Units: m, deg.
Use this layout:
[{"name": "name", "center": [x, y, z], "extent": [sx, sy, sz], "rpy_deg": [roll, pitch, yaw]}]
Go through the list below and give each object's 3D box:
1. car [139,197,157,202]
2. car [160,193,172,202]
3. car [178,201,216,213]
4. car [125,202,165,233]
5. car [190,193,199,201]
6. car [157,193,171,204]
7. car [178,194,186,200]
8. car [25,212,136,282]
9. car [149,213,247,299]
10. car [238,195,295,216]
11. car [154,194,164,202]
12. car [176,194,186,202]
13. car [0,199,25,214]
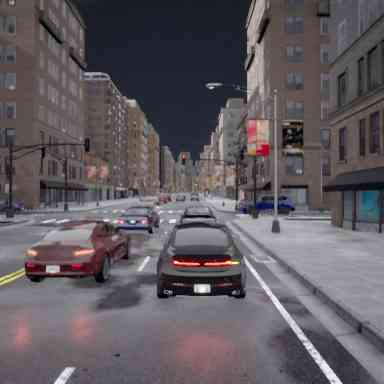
[{"name": "car", "center": [-6.212, 1.572, 44.093], "extent": [1.895, 1.301, 4.718], "rpy_deg": [0, 0, 0]}, {"name": "car", "center": [-5.874, 1.153, 75.457], "extent": [2.150, 2.045, 5.566], "rpy_deg": [0, 0, 0]}, {"name": "car", "center": [0.291, 1.486, 17.855], "extent": [2.128, 1.511, 4.902], "rpy_deg": [0, 0, -1]}, {"name": "car", "center": [-2.958, 1.541, 19.162], "extent": [2.033, 1.411, 5.357], "rpy_deg": [0, 0, 0]}, {"name": "car", "center": [0.637, 1.455, 75.391], "extent": [1.812, 1.442, 4.674], "rpy_deg": [0, 0, 0]}, {"name": "car", "center": [-5.998, 1.168, 64.765], "extent": [2.150, 2.045, 5.566], "rpy_deg": [0, 0, 1]}, {"name": "car", "center": [-2.545, 1.225, 85.657], "extent": [1.882, 1.535, 5.008], "rpy_deg": [0, 0, 0]}, {"name": "car", "center": [-3.026, 1.524, 9.594], "extent": [1.812, 1.442, 4.674], "rpy_deg": [0, 0, 1]}, {"name": "car", "center": [0.205, 1.504, 8.459], "extent": [1.837, 1.490, 4.892], "rpy_deg": [0, 0, 0]}, {"name": "car", "center": [7.363, 1.270, 32.986], "extent": [5.566, 2.045, 2.150], "rpy_deg": [0, -1, -2]}, {"name": "car", "center": [-6.126, 1.486, 54.104], "extent": [1.812, 1.442, 4.674], "rpy_deg": [0, 0, 1]}, {"name": "car", "center": [-2.622, 1.475, 75.655], "extent": [1.994, 1.385, 4.181], "rpy_deg": [0, 0, 0]}, {"name": "car", "center": [-19.217, 1.468, 33.287], "extent": [4.674, 1.442, 1.812], "rpy_deg": [0, -1, 0]}]
